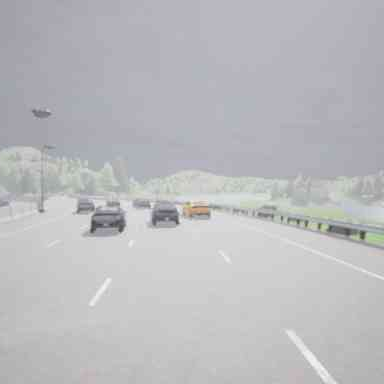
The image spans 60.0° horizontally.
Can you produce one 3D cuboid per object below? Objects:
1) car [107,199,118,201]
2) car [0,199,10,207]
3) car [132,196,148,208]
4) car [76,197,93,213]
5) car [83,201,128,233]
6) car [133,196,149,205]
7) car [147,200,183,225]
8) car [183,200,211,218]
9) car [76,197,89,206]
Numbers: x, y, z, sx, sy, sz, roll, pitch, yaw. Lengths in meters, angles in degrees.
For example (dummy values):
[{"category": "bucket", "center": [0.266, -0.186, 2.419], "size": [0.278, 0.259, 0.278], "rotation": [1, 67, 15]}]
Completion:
[{"category": "car", "center": [-12.892, 1.739, 53.749], "size": [1.895, 1.301, 4.718], "rotation": [0, 0, -21]}, {"category": "car", "center": [-24.420, 1.732, 42.162], "size": [1.837, 1.490, 4.892], "rotation": [0, 0, -17]}, {"category": "car", "center": [-7.578, 1.638, 49.408], "size": [2.033, 1.411, 5.357], "rotation": [0, 0, -21]}, {"category": "car", "center": [-12.514, 1.618, 39.332], "size": [2.128, 1.511, 4.902], "rotation": [0, 0, -15]}, {"category": "car", "center": [-5.031, 1.545, 20.386], "size": [2.128, 1.511, 4.902], "rotation": [0, 0, -9]}, {"category": "car", "center": [-9.852, 1.596, 64.384], "size": [1.882, 1.535, 5.008], "rotation": [0, 0, -24]}, {"category": "car", "center": [-2.087, 1.536, 24.499], "size": [1.837, 1.490, 4.892], "rotation": [1, 0, -10]}, {"category": "car", "center": [0.346, 1.492, 30.722], "size": [1.882, 1.535, 5.008], "rotation": [0, 0, -12]}, {"category": "car", "center": [-20.500, 1.711, 62.397], "size": [1.837, 1.490, 4.892], "rotation": [0, 0, -24]}]
